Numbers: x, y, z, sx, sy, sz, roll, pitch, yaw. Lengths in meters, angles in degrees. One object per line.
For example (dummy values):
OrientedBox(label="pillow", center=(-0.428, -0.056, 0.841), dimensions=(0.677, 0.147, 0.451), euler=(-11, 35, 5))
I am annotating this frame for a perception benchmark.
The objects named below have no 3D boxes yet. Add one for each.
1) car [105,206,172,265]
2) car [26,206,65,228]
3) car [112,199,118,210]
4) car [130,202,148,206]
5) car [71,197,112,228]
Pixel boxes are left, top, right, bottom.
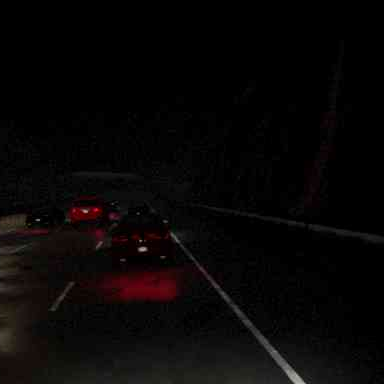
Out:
OrientedBox(label="car", center=(-1.850, 1.522, 12.119), dimensions=(1.882, 1.535, 5.008), euler=(-2, 0, -9))
OrientedBox(label="car", center=(-11.205, 1.804, 25.763), dimensions=(1.882, 1.535, 5.008), euler=(-2, 1, -9))
OrientedBox(label="car", center=(-10.041, 1.589, 40.095), dimensions=(2.128, 1.511, 4.902), euler=(-2, 1, -9))
OrientedBox(label="car", center=(-5.063, 1.615, 31.502), dimensions=(1.895, 1.301, 4.718), euler=(-2, 1, -9))
OrientedBox(label="car", center=(-7.516, 1.404, 24.787), dimensions=(2.150, 2.045, 5.566), euler=(-2, 0, -9))
